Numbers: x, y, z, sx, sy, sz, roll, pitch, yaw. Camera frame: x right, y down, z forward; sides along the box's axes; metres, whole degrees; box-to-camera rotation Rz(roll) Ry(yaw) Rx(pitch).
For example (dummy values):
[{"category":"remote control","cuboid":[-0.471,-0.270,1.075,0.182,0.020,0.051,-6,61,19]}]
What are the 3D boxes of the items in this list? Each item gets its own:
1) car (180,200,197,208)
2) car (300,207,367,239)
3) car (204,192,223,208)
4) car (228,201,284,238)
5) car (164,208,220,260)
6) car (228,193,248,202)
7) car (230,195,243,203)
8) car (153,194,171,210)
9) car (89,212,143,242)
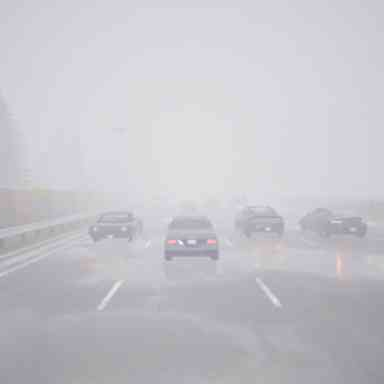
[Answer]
[{"category":"car","cuboid":[-0.384,1.568,36.769,2.033,1.411,5.357,-1,0,-2]},{"category":"car","cuboid":[6.907,1.449,16.618,1.812,1.442,4.674,-1,0,-1]},{"category":"car","cuboid":[2.858,1.336,47.590,2.097,1.767,4.553,-1,0,-1]},{"category":"car","cuboid":[3.393,1.457,17.440,2.128,1.511,4.902,-1,0,-1]},{"category":"car","cuboid":[-0.038,1.553,12.520,2.033,1.411,5.357,-1,0,-1]},{"category":"car","cuboid":[6.371,1.165,46.399,2.150,2.045,5.566,-1,0,-1]},{"category":"car","cuboid":[9.390,1.440,70.650,2.128,1.511,4.902,-1,0,-1]},{"category":"car","cuboid":[-4.112,1.293,45.557,2.150,2.045,5.566,-1,0,-1]},{"category":"car","cuboid":[-3.595,1.652,16.689,1.895,1.301,4.718,-1,0,-1]}]
